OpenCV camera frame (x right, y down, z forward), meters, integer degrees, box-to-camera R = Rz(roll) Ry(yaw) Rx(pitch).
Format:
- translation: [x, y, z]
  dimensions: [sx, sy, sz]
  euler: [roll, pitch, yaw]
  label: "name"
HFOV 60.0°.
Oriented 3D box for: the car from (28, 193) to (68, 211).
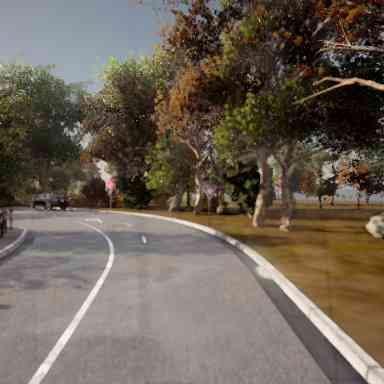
- translation: [-17.137, 1.148, 39.616]
  dimensions: [5.566, 2.045, 2.150]
  euler: [0, 0, 33]
  label: "car"
